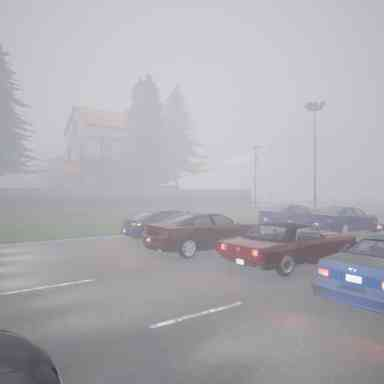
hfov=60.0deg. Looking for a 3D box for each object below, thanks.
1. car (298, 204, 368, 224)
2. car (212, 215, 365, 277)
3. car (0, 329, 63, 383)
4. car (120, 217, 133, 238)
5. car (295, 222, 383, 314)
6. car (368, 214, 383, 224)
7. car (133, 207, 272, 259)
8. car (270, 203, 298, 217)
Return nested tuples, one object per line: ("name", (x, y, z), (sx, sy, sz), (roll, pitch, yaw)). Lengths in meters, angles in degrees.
("car", (8.326, 1.478, 18.307), (5.008, 1.535, 1.882), (0, 0, -36))
("car", (3.114, 1.601, 10.289), (4.718, 1.301, 1.895), (0, 0, -35))
("car", (-3.154, 1.492, 1.512), (4.902, 1.511, 2.128), (0, 0, -35))
("car", (-1.087, 1.526, 15.885), (4.674, 1.442, 1.812), (0, 0, -36))
("car", (4.835, 1.547, 7.204), (5.357, 1.411, 2.033), (0, 0, -35))
("car", (10.526, 1.601, 15.576), (4.718, 1.301, 1.895), (0, 0, -36))
("car", (0.538, 1.478, 12.752), (5.008, 1.535, 1.882), (0, 0, -35))
("car", (6.383, 1.478, 21.218), (5.008, 1.535, 1.882), (0, 0, -36))
